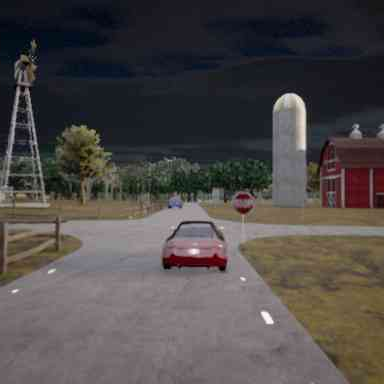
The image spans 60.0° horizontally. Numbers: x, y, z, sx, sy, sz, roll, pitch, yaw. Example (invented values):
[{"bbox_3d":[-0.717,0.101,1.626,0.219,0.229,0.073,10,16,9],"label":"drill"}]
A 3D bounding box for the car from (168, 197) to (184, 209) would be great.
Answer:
[{"bbox_3d":[-2.815,1.856,56.193,2.150,2.045,5.566,0,-1,0],"label":"car"}]

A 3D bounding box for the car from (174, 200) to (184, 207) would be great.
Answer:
[{"bbox_3d":[-2.758,2.431,72.052,2.033,1.411,5.357,0,-1,0],"label":"car"}]

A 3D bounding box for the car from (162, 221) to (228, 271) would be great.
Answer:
[{"bbox_3d":[0.172,1.658,11.329,1.994,1.385,4.181,0,-1,3],"label":"car"}]
